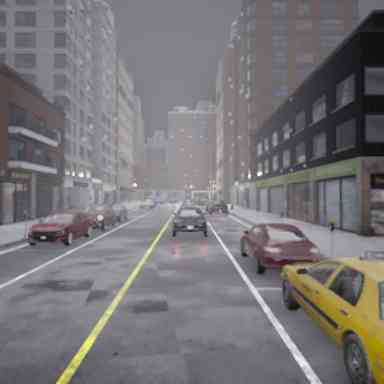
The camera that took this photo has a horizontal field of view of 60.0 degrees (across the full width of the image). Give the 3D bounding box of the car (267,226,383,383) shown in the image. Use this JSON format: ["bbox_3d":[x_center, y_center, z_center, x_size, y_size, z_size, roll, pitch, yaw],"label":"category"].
[{"bbox_3d":[2.628,1.529,4.985,1.752,1.417,4.829,1,0,-1],"label":"car"}]

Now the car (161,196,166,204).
[{"bbox_3d":[-6.729,1.895,70.492,1.947,1.339,4.313,0,0,-1],"label":"car"}]

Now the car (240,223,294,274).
[{"bbox_3d":[2.561,1.599,10.297,1.802,1.307,4.206,1,0,-1],"label":"car"}]

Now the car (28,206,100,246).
[{"bbox_3d":[-6.033,1.601,15.677,1.887,1.381,4.507,1,0,-1],"label":"car"}]

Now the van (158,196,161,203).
[{"bbox_3d":[-6.518,1.565,54.049,1.690,1.788,3.998,0,0,-1],"label":"van"}]

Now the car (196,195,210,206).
[{"bbox_3d":[1.936,1.549,59.636,2.192,1.841,5.009,0,0,-1],"label":"car"}]

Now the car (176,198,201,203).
[{"bbox_3d":[-0.375,1.671,37.670,2.033,1.411,5.357,0,0,-1],"label":"car"}]

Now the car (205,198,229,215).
[{"bbox_3d":[2.717,1.607,34.878,1.837,1.490,4.892,0,0,-1],"label":"car"}]

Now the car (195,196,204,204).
[{"bbox_3d":[1.727,1.784,76.082,1.967,1.590,4.097,0,0,-1],"label":"car"}]

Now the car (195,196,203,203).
[{"bbox_3d":[1.658,1.822,81.564,1.967,1.590,4.097,0,0,-1],"label":"car"}]

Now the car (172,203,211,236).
[{"bbox_3d":[-0.122,1.575,18.674,1.812,1.442,4.674,0,0,-1],"label":"car"}]

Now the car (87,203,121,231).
[{"bbox_3d":[-6.101,1.514,21.160,1.967,1.590,4.097,1,0,-1],"label":"car"}]

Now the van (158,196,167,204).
[{"bbox_3d":[-6.796,1.708,75.976,1.690,1.788,3.998,0,0,-1],"label":"van"}]

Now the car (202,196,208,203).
[{"bbox_3d":[2.629,1.638,41.878,1.837,1.490,4.892,0,0,-1],"label":"car"}]

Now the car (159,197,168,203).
[{"bbox_3d":[-6.867,1.950,81.456,1.887,1.381,4.507,0,0,-1],"label":"car"}]

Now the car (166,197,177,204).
[{"bbox_3d":[-3.866,1.804,69.504,1.837,1.490,4.892,0,0,-1],"label":"car"}]

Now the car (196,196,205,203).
[{"bbox_3d":[2.004,1.752,54.153,2.008,1.369,4.403,0,0,-1],"label":"car"}]

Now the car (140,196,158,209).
[{"bbox_3d":[-6.448,1.717,48.396,1.752,1.417,4.829,1,0,-1],"label":"car"}]

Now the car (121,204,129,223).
[{"bbox_3d":[-6.172,1.645,26.641,2.008,1.369,4.403,1,0,-1],"label":"car"}]
